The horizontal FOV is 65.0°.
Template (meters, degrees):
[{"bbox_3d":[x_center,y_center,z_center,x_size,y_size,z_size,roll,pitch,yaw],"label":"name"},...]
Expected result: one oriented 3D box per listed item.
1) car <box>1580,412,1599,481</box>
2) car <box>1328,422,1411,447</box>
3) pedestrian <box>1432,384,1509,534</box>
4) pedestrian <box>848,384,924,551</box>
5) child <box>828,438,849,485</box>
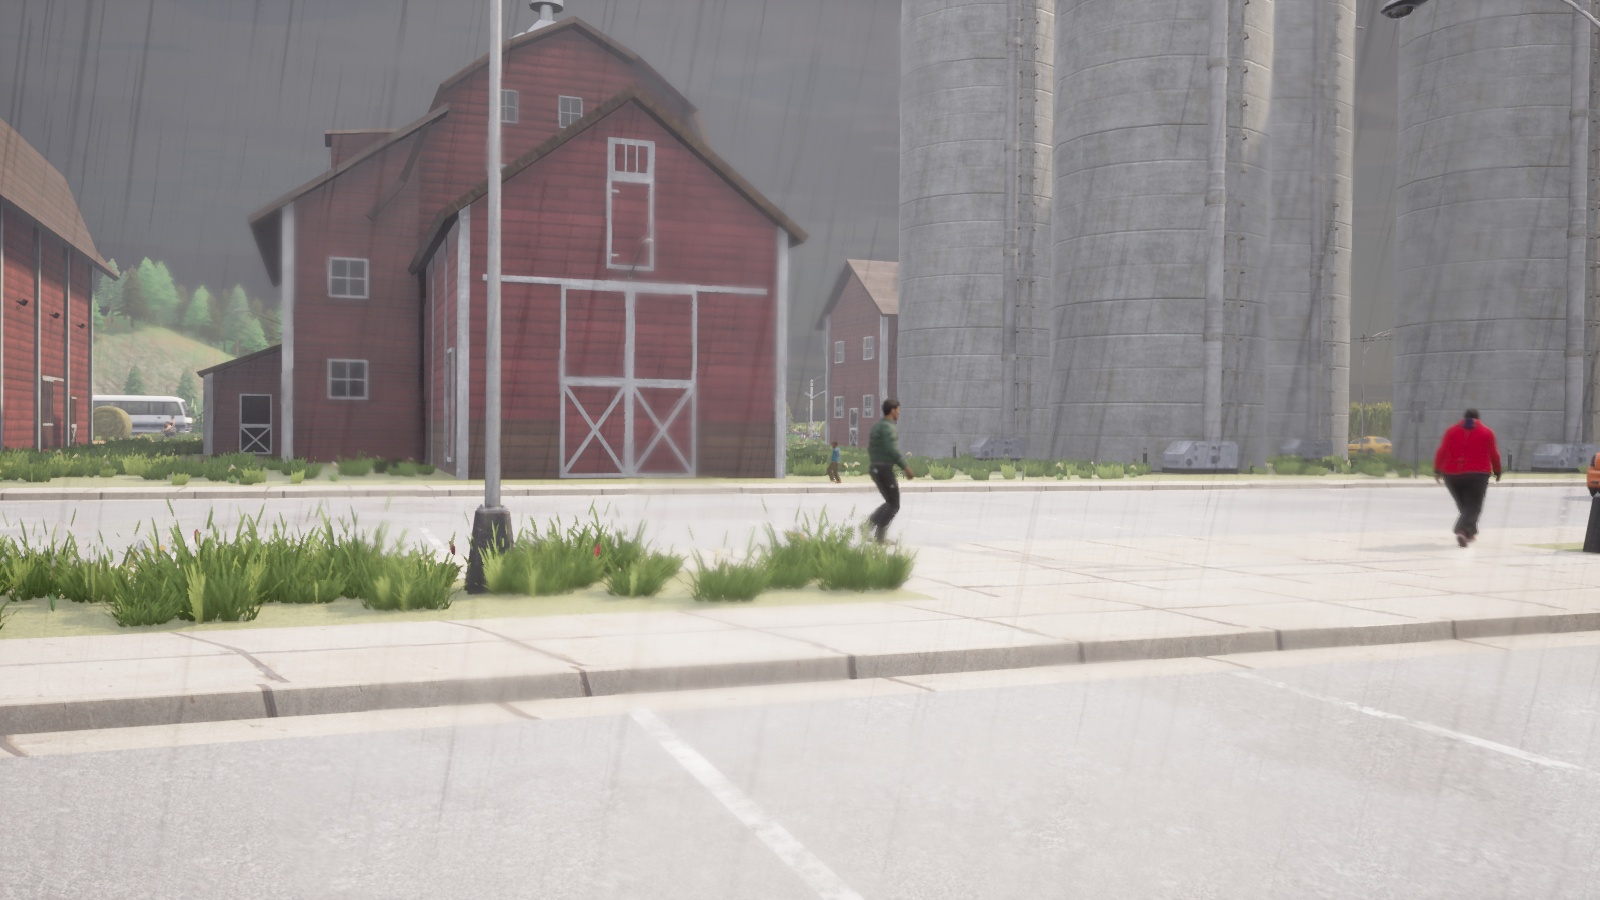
[{"bbox_3d":[22.642,-0.113,32.280,4.553,1.767,2.097,-1,1,-21],"label":"car"},{"bbox_3d":[37.977,-1.038,83.901,1.801,1.575,5.366,-1,1,-20],"label":"car"},{"bbox_3d":[8.508,0.102,15.924,0.634,1.844,0.899,0,1,44],"label":"pedestrian"},{"bbox_3d":[1.027,0.197,15.061,0.788,1.949,0.423,-1,1,-21],"label":"pedestrian"},{"bbox_3d":[1.002,0.292,32.593,0.448,1.192,0.343,-1,1,-21],"label":"child"}]
